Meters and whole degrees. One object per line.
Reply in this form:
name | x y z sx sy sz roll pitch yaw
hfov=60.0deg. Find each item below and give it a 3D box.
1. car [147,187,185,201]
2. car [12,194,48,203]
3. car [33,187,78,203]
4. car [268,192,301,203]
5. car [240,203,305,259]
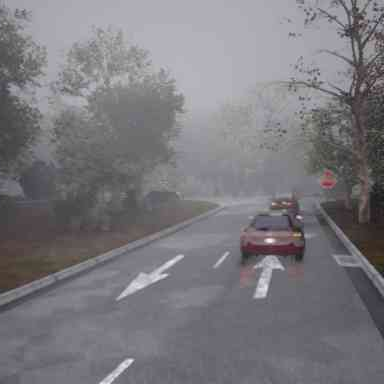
car | -3.157 0.186 40.799 4.553 1.767 2.097 -1 1 17
car | -22.224 0.890 44.827 4.718 1.301 1.895 -2 1 -18
car | -19.759 0.375 48.348 5.566 2.045 2.150 -2 1 2
car | 6.301 0.795 22.703 1.837 1.490 4.892 -2 2 17
car | 2.930 1.352 11.836 1.994 1.385 4.181 -2 1 18
